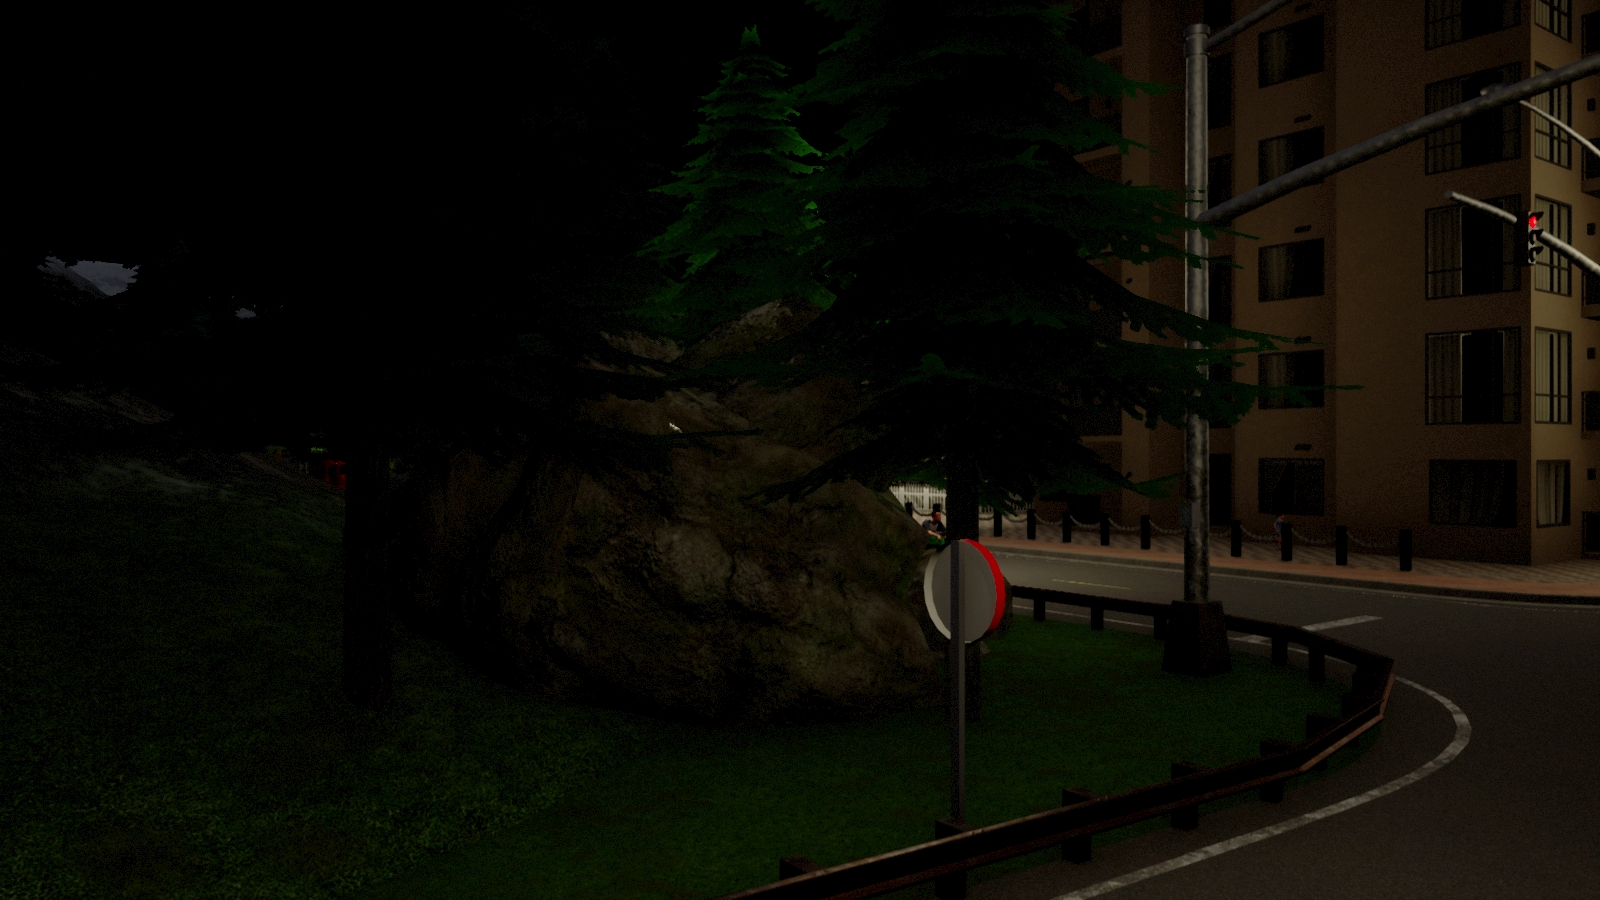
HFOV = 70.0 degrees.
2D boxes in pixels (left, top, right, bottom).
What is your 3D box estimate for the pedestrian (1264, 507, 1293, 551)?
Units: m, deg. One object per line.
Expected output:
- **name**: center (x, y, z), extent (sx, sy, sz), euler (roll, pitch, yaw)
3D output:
- **pedestrian**: center (12.427, 2.049, 29.655), extent (0.500, 1.100, 0.500), euler (0, 0, -34)
